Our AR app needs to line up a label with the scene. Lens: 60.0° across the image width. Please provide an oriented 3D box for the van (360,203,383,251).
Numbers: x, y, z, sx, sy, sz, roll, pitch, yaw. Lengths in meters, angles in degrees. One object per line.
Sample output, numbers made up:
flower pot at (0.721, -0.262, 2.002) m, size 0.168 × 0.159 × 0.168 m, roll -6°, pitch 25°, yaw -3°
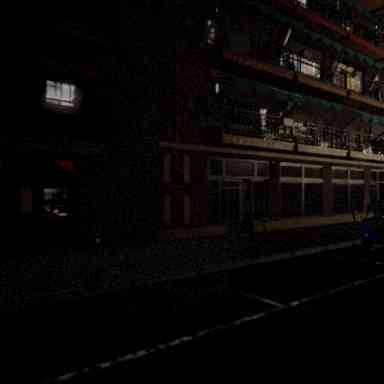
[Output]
van at (7.919, 1.285, 12.401) m, size 3.998 × 1.788 × 1.690 m, roll 0°, pitch 0°, yaw -36°
